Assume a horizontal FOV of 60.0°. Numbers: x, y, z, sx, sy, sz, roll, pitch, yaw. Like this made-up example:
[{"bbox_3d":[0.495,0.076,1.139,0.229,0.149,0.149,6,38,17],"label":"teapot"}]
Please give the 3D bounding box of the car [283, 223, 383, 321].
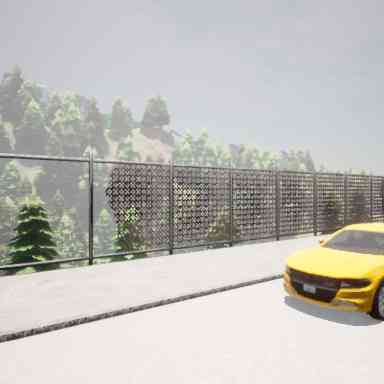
[{"bbox_3d":[4.149,1.477,7.471,5.008,1.535,1.882,0,0,-36],"label":"car"}]
